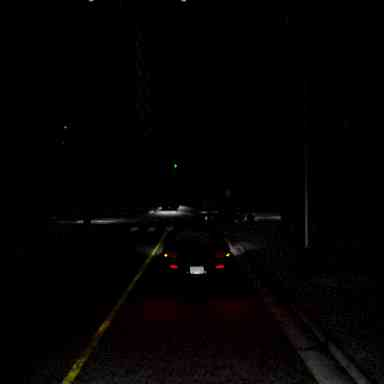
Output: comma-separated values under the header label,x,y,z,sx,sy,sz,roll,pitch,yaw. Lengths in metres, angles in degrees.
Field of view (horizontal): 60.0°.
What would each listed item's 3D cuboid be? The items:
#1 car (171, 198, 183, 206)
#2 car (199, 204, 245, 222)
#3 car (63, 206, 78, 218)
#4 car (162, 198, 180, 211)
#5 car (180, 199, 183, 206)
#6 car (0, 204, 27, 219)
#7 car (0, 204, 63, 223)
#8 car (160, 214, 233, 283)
label,x,y,z,sx,sy,sz,roll,pitch,yaw
car,-2.947,1.986,66.491,2.128,1.511,4.902,0,0,0
car,2.423,1.671,26.075,2.128,1.511,4.902,-3,-1,35
car,-14.366,1.961,34.443,4.829,1.417,1.752,-1,0,0
car,-3.058,1.916,46.449,1.994,1.385,4.181,0,0,0
car,-3.030,1.928,56.403,1.837,1.490,4.892,0,0,0
car,-19.820,2.035,34.416,4.507,1.381,1.887,-1,0,0
car,-14.050,1.937,28.519,4.718,1.301,1.895,-1,-1,-1
car,0.109,1.604,9.760,1.812,1.442,4.674,0,0,0
